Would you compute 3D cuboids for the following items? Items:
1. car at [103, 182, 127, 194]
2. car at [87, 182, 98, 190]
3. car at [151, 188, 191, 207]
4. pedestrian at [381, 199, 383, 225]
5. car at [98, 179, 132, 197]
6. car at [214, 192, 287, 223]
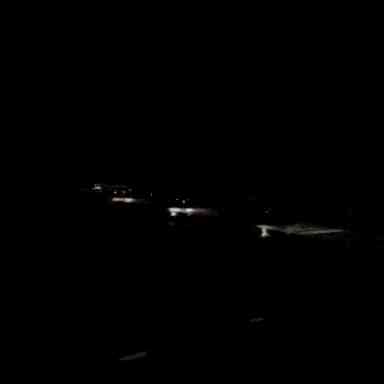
[{"bbox_3d":[-11.662,-0.609,50.128,2.128,1.511,4.902,1,2,-32],"label":"car"},{"bbox_3d":[-17.132,-1.085,58.972,2.128,1.511,4.902,1,2,-32],"label":"car"},{"bbox_3d":[-1.897,0.415,28.232,1.837,1.490,4.892,1,2,-31],"label":"car"},{"bbox_3d":[11.182,0.974,19.151,0.375,1.860,0.375,4,-2,-32],"label":"pedestrian"},{"bbox_3d":[-9.135,-0.490,39.989,2.150,2.045,5.566,1,2,-32],"label":"car"},{"bbox_3d":[3.350,0.834,19.769,1.882,1.535,5.008,1,2,-32],"label":"car"}]
